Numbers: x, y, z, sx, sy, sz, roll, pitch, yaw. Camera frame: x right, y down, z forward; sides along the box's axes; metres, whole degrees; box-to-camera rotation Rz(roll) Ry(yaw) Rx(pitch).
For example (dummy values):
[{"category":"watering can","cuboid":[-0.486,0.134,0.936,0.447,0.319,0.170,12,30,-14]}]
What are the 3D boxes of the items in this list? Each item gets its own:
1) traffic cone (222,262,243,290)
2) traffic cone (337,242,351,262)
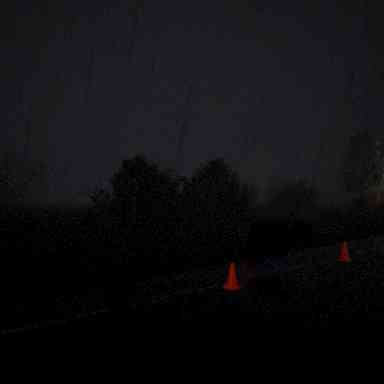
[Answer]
[{"category":"traffic cone","cuboid":[0.937,1.926,7.720,0.340,0.580,0.340,0,0,-36]},{"category":"traffic cone","cuboid":[4.905,1.898,10.691,0.340,0.580,0.340,0,0,-37]}]
